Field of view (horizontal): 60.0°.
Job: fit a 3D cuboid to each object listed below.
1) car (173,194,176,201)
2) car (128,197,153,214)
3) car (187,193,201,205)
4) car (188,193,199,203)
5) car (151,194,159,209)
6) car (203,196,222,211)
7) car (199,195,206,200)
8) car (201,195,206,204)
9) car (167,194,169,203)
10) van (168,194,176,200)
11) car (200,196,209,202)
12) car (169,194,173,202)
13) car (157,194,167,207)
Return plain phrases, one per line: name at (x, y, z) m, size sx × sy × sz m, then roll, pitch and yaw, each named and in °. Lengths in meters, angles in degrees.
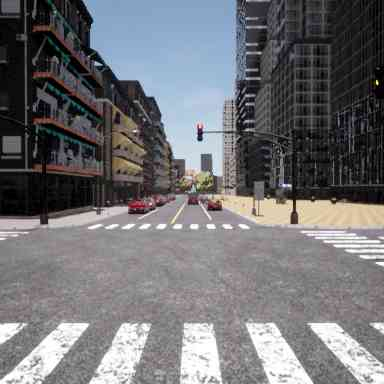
car at (-5.532, 1.320, 86.220) m, size 2.192 × 1.841 × 5.009 m, roll -1°, pitch 0°, yaw 0°
car at (-5.630, 1.540, 35.379) m, size 1.887 × 1.381 × 4.507 m, roll -1°, pitch 0°, yaw 0°
car at (0.221, 1.476, 59.748) m, size 1.882 × 1.535 × 5.008 m, roll 0°, pitch 0°, yaw 0°
car at (0.255, 1.221, 70.014) m, size 2.150 × 2.045 × 5.566 m, roll 0°, pitch 0°, yaw 0°
car at (-5.620, 1.435, 41.028) m, size 1.967 × 1.590 × 4.097 m, roll -1°, pitch 0°, yaw 0°
car at (2.728, 1.540, 41.069) m, size 1.887 × 1.381 × 4.507 m, roll -1°, pitch 0°, yaw 0°
car at (2.830, 1.533, 92.080) m, size 1.752 × 1.417 × 4.829 m, roll -1°, pitch 0°, yaw 0°
car at (2.774, 1.550, 63.664) m, size 2.008 × 1.369 × 4.403 m, roll -1°, pitch 0°, yaw 0°
car at (-5.586, 1.438, 57.974) m, size 1.967 × 1.590 × 4.097 m, roll -1°, pitch 0°, yaw 0°
van at (-5.520, 1.348, 91.868) m, size 1.690 × 1.788 × 3.998 m, roll -1°, pitch 0°, yaw 0°
car at (2.797, 1.546, 74.963) m, size 1.887 × 1.381 × 4.507 m, roll -1°, pitch 0°, yaw 0°
car at (-5.562, 1.582, 69.273) m, size 1.802 × 1.307 × 4.206 m, roll -1°, pitch 0°, yaw 0°
car at (-5.599, 1.311, 52.327) m, size 2.192 × 1.841 × 5.009 m, roll -1°, pitch 0°, yaw 0°
